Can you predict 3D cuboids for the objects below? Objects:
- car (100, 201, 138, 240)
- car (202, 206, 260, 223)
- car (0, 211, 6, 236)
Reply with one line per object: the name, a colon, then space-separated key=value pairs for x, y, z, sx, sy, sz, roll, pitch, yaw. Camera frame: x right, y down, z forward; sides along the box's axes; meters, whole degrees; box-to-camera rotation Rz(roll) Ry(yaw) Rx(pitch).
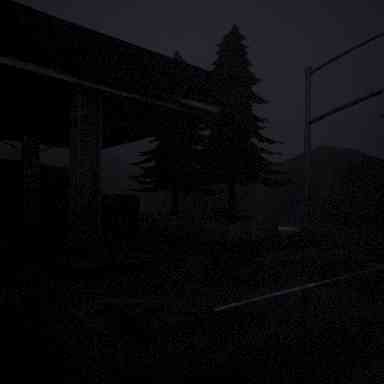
car: x=-4.587 y=1.445 z=18.252 sx=1.905 sy=1.878 sz=3.866 roll=1 pitch=0 yaw=-36
car: x=2.993 y=1.788 z=26.445 sx=2.033 sy=1.411 sz=5.357 roll=1 pitch=0 yaw=-35
car: x=-11.719 y=1.519 z=18.431 sx=2.242 sy=1.667 sz=4.611 roll=1 pitch=0 yaw=-36
